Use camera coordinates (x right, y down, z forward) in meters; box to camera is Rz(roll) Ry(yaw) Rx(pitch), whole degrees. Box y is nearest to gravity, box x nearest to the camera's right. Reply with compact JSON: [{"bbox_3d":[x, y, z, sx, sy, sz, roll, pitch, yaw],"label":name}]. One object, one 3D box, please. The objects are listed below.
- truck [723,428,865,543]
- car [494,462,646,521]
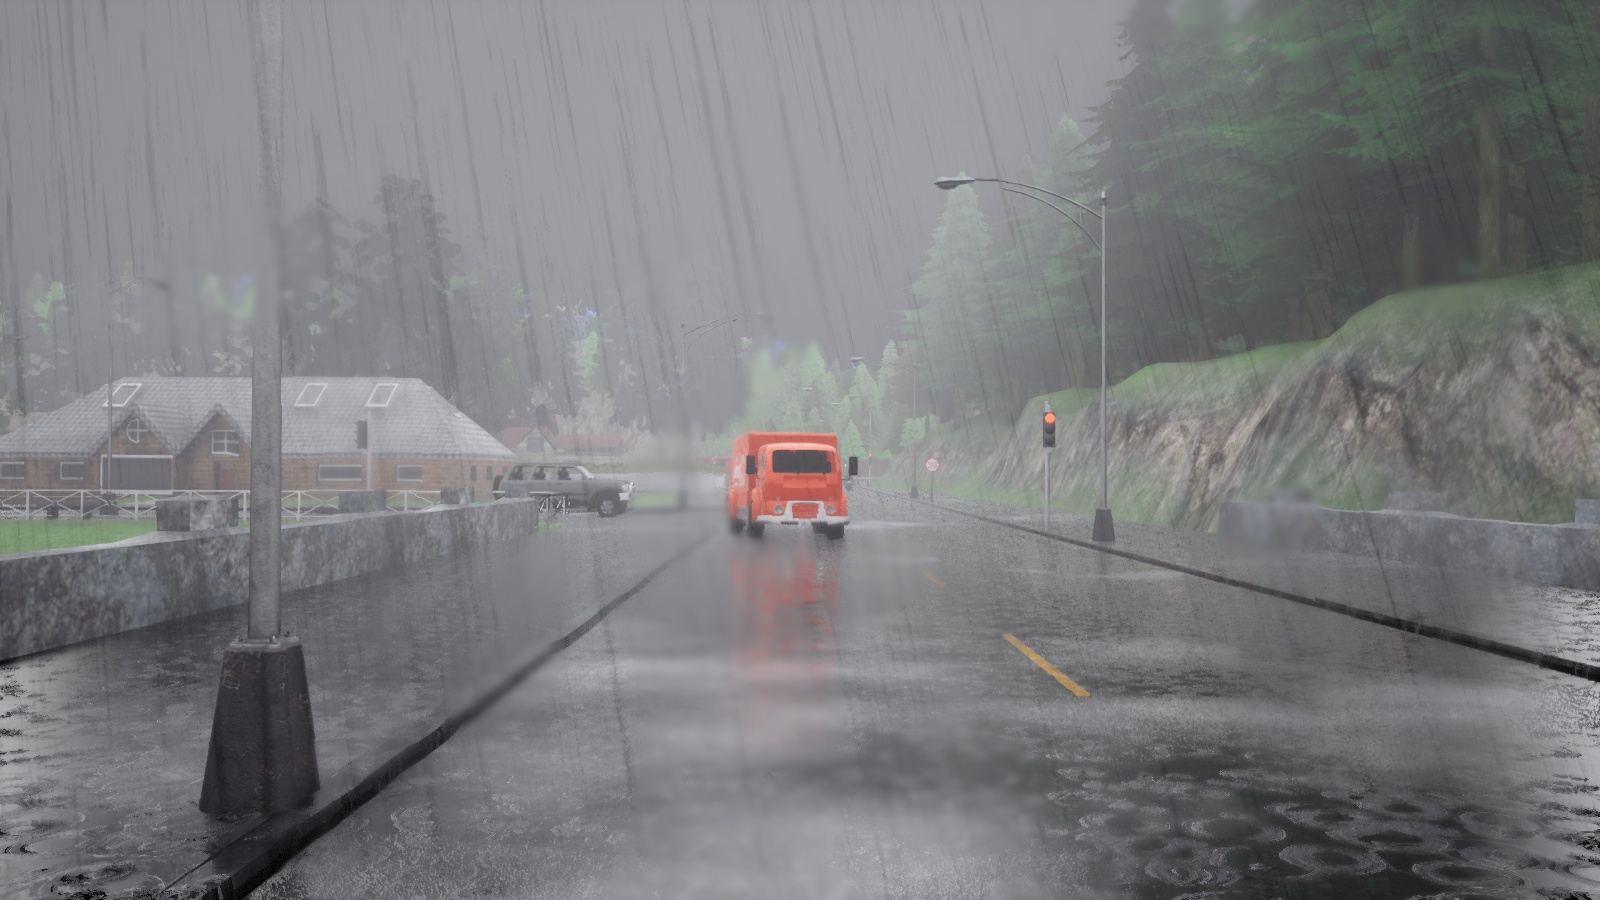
[{"bbox_3d":[-0.271,0.838,29.646,2.627,2.467,5.204,0,-2,-8],"label":"truck"},{"bbox_3d":[-7.490,1.351,41.144,4.605,1.855,1.932,0,-1,2],"label":"car"}]
